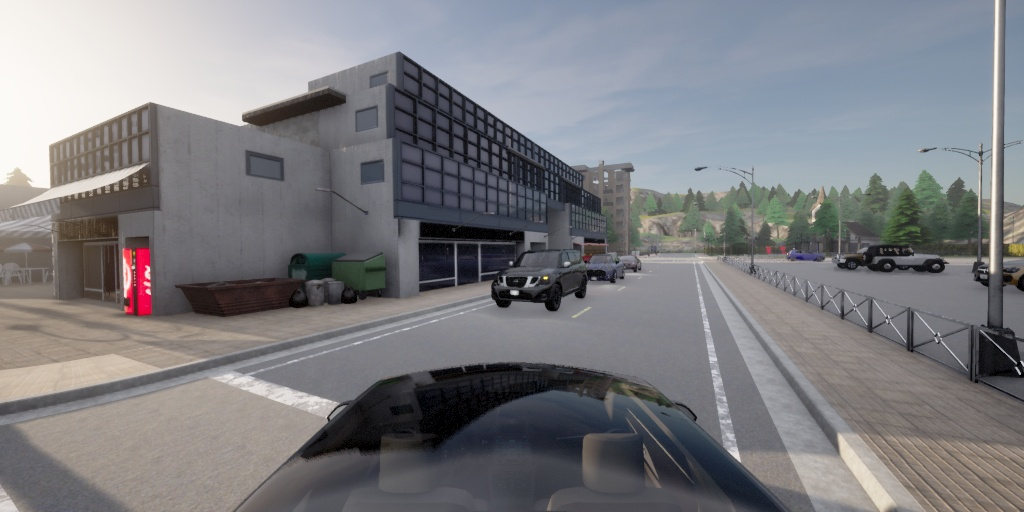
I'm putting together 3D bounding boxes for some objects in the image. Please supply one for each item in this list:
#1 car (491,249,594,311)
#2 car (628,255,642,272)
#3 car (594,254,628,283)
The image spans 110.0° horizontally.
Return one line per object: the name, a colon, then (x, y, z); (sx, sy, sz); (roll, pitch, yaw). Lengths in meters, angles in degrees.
car: (1.310, 0.752, 13.792); (2.150, 2.045, 5.566); (0, 1, 27)
car: (10.296, 0.619, 31.737); (1.812, 1.442, 4.674); (0, 1, 27)
car: (5.712, 0.668, 22.589); (2.097, 1.767, 4.553); (0, 1, 27)
